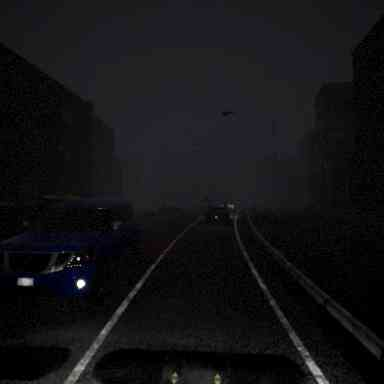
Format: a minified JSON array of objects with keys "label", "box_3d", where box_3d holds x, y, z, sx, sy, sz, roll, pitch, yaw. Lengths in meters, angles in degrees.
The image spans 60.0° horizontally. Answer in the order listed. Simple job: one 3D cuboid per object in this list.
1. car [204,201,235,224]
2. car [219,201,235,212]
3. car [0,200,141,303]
[{"label":"car","box_3d":[2.018,1.566,25.747,2.128,1.511,4.902,0,0,7]},{"label":"car","box_3d":[4.536,1.817,42.730,1.895,1.301,4.718,0,-1,9]},{"label":"car","box_3d":[-2.802,1.245,8.637,2.150,2.045,5.566,0,0,3]}]
